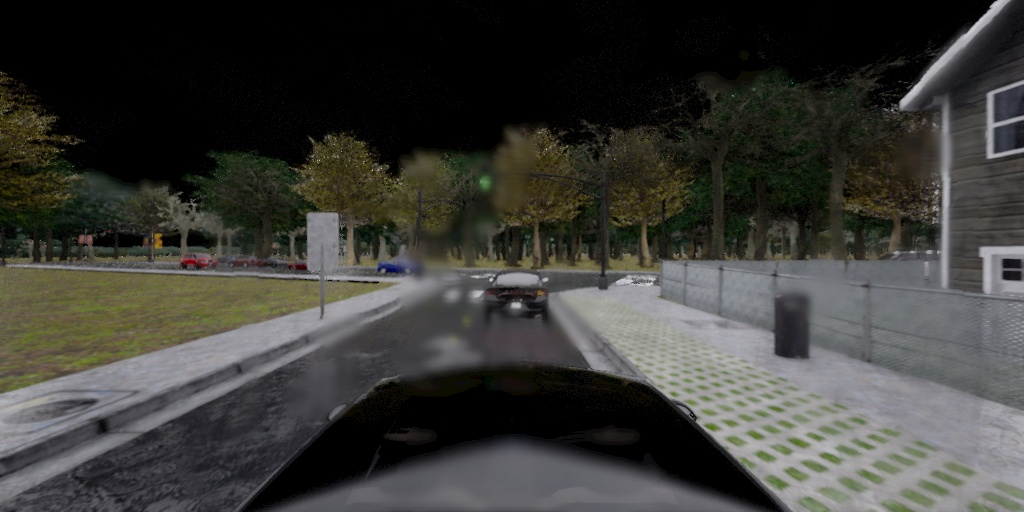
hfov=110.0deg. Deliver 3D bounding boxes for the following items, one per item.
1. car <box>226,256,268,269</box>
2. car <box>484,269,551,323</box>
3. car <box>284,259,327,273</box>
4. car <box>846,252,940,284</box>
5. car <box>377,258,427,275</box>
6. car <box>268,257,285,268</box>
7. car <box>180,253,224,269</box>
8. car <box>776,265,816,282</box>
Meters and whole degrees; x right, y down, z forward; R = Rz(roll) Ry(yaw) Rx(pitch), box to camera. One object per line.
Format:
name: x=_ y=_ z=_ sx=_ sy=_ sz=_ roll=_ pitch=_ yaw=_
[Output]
car: x=-36.047 y=0.790 z=48.804 sx=4.553 sy=1.767 sz=2.097 roll=0 pitch=0 yaw=24
car: x=0.238 y=1.151 z=11.873 sx=1.882 sy=1.535 sz=5.008 roll=0 pitch=0 yaw=2
car: x=-21.998 y=1.088 z=38.996 sx=4.718 sy=1.301 sz=1.895 roll=0 pitch=0 yaw=24
car: x=24.628 y=0.757 z=22.324 sx=5.566 sy=2.045 sz=2.150 roll=0 pitch=0 yaw=24
car: x=-10.373 y=0.989 z=33.895 sx=5.008 sy=1.535 sz=1.882 roll=1 pitch=0 yaw=24
car: x=-34.471 y=0.918 z=51.663 sx=4.902 sy=1.511 sz=2.128 roll=0 pitch=0 yaw=24
car: x=-41.551 y=0.643 z=47.666 sx=5.566 sy=2.045 sz=2.150 roll=0 pitch=0 yaw=24
car: x=14.223 y=1.120 z=19.603 sx=4.181 sy=1.385 sz=1.994 roll=0 pitch=0 yaw=24
